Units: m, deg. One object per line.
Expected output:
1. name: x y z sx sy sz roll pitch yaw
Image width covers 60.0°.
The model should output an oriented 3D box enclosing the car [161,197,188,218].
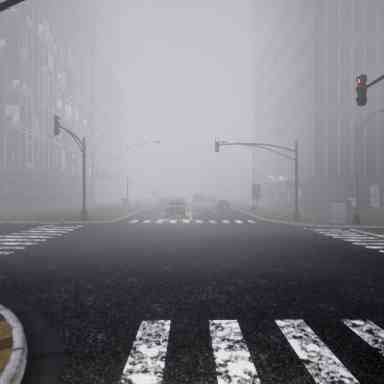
1. car: -1.528 1.495 30.796 1.882 1.535 5.008 0 0 -2

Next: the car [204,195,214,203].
1. car: 3.564 1.432 69.477 1.967 1.590 4.097 0 0 0

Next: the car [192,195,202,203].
1. car: 0.974 1.512 73.183 2.128 1.511 4.902 0 0 0

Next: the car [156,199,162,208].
1. car: -4.160 1.592 47.311 1.802 1.307 4.206 0 0 0

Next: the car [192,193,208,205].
1. car: 1.169 1.224 59.831 2.150 2.045 5.566 0 0 -1

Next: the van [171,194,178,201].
1. van: -4.434 1.315 86.003 1.690 1.788 3.998 0 0 0

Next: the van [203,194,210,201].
1. van: 3.485 1.321 80.532 1.690 1.788 3.998 0 0 0

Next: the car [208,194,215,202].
1. car: 3.603 1.313 63.949 2.192 1.841 5.009 0 0 0

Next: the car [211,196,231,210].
1. car: 3.809 1.579 41.841 1.947 1.339 4.313 0 0 0

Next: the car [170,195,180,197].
1. car: -1.661 1.505 43.080 2.128 1.511 4.902 0 0 0

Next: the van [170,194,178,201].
1. van: -4.395 1.321 80.476 1.690 1.788 3.998 0 0 0
